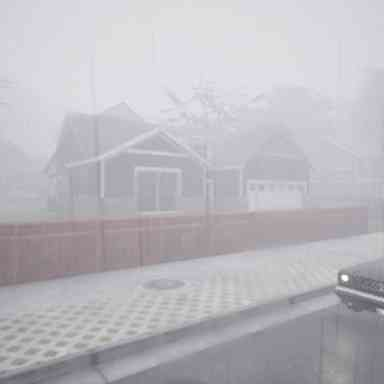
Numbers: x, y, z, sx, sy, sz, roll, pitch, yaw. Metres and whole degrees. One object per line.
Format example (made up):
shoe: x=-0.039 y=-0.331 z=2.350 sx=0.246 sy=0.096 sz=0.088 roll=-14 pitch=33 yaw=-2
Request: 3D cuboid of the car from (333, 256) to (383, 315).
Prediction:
car: x=4.871 y=1.609 z=6.546 sx=4.718 sy=1.301 sz=1.895 roll=0 pitch=0 yaw=-35
